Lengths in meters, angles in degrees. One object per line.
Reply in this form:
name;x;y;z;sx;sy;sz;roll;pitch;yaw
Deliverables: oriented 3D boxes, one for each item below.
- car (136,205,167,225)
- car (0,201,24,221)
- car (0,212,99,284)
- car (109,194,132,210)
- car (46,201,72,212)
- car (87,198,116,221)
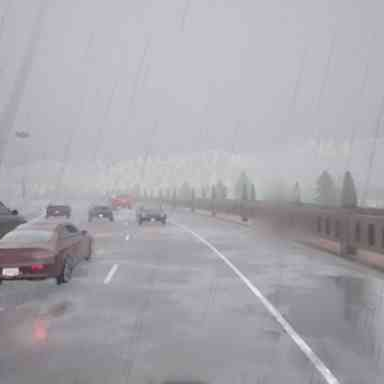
car;-3.116;1.603;24.552;1.895;1.301;4.718;0;0;-13
car;-7.861;1.247;12.009;2.150;2.045;5.566;0;0;-7
car;-4.080;1.538;9.413;1.812;1.442;4.674;0;0;-5
car;-9.338;1.238;42.762;2.150;2.045;5.566;0;0;-24
car;-11.964;1.512;30.035;1.882;1.535;5.008;0;0;-18
car;-7.524;1.523;27.385;1.837;1.490;4.892;0;0;-16
